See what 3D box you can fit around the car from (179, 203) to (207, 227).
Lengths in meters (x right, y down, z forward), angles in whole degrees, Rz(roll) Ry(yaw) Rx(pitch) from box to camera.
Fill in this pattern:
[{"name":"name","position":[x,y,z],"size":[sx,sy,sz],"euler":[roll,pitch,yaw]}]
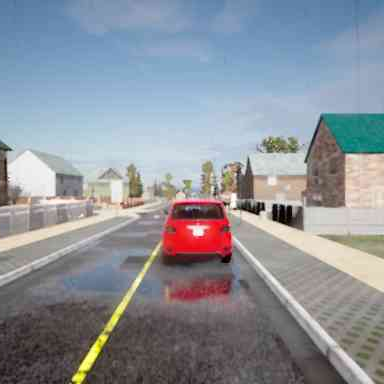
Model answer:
[{"name":"car","position":[0.092,1.585,24.031],"size":[1.812,1.442,4.674],"euler":[0,0,0]}]

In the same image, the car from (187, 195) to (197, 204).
[{"name":"car","position":[0.010,1.690,77.938],"size":[2.150,2.045,5.566],"euler":[0,-1,0]}]

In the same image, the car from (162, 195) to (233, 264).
[{"name":"car","position":[0.112,1.242,12.080],"size":[2.150,2.045,5.566],"euler":[0,0,-1]}]

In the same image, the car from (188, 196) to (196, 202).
[{"name":"car","position":[0.011,1.930,88.332],"size":[1.837,1.490,4.892],"euler":[0,-1,0]}]
